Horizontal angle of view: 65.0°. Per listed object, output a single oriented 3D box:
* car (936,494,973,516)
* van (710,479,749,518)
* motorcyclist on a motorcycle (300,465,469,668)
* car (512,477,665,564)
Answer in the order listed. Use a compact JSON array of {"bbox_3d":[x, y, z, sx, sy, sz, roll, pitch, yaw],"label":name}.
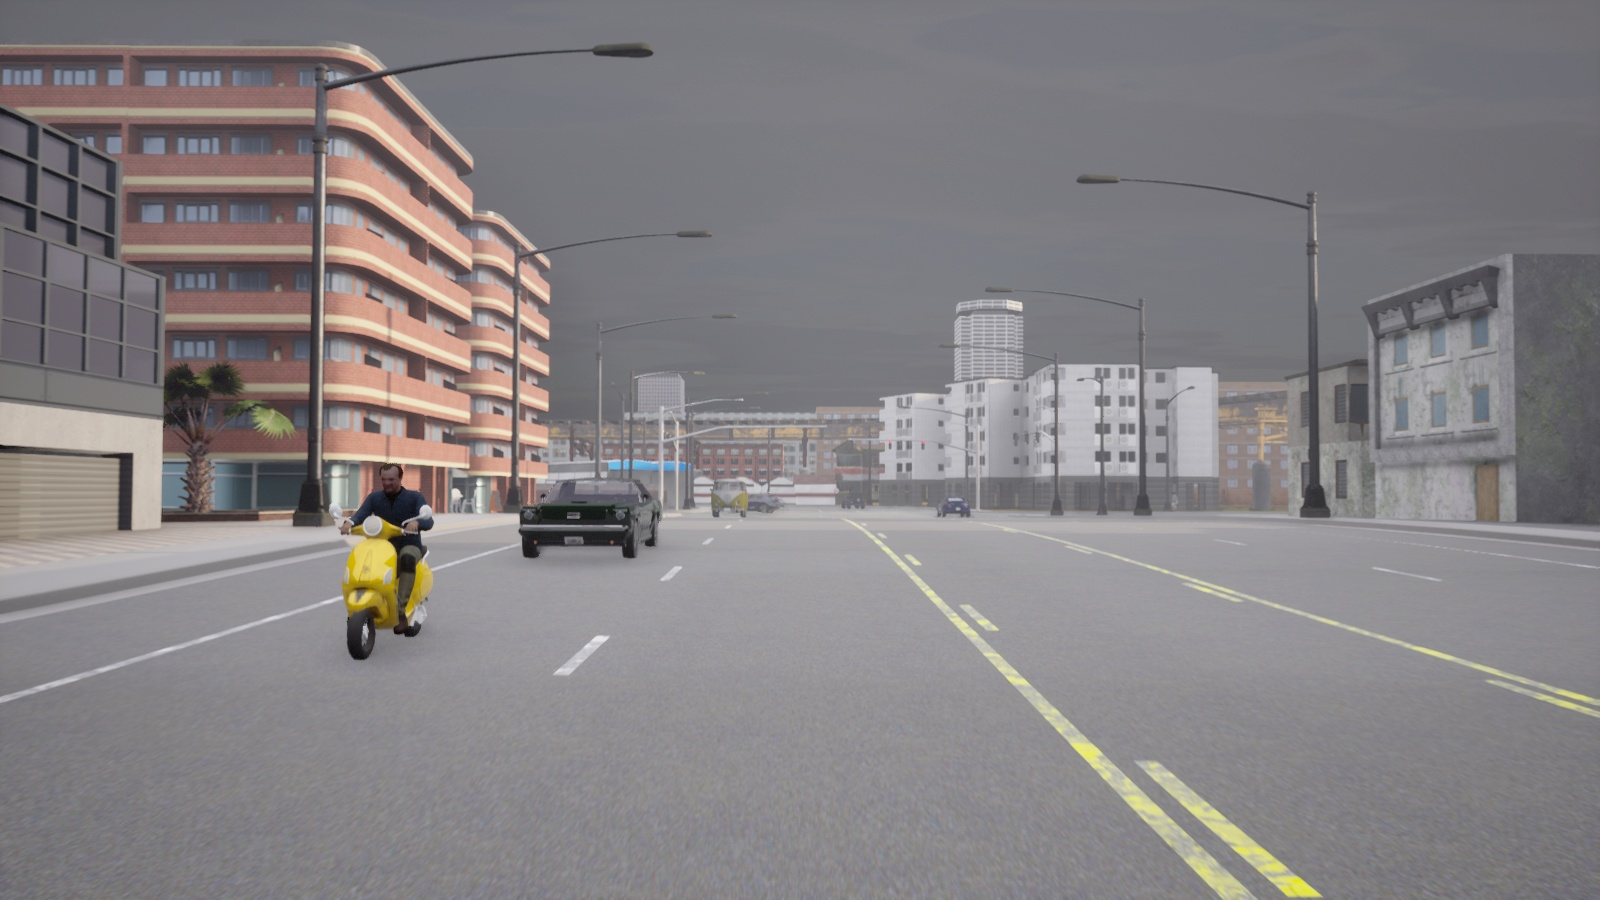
[{"bbox_3d":[10.308,3.692,84.130,1.812,1.442,4.674,0,-3,0],"label":"car"},{"bbox_3d":[-3.656,2.555,65.736,1.775,1.987,4.442,0,-3,0],"label":"van"},{"bbox_3d":[-3.527,0.935,10.843,0.866,1.590,1.817,0,0,0],"label":"motorcyclist on a motorcycle"},{"bbox_3d":[-3.554,1.159,21.978,1.895,1.301,4.718,0,-1,0],"label":"car"}]
